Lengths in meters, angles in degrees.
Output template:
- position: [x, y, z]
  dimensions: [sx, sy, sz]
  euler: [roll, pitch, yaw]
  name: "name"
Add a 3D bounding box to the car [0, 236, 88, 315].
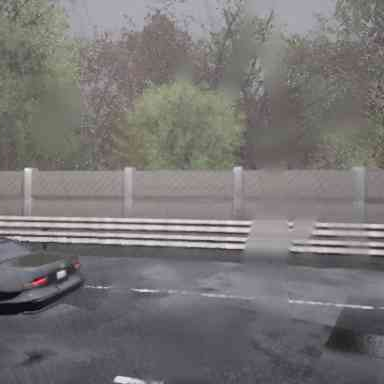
- position: [-4.851, 1.542, 6.511]
  dimensions: [5.357, 1.411, 2.033]
  euler: [0, 0, 10]
  name: "car"
